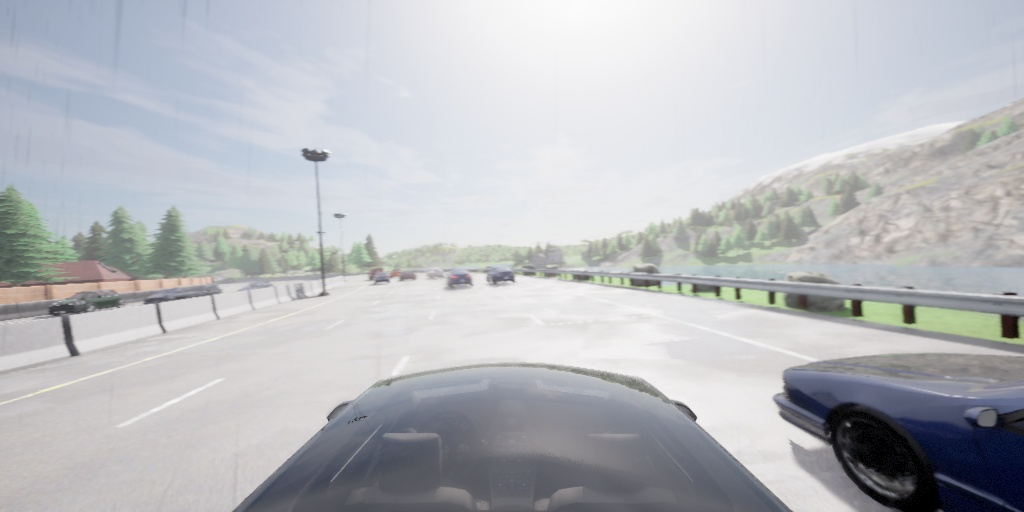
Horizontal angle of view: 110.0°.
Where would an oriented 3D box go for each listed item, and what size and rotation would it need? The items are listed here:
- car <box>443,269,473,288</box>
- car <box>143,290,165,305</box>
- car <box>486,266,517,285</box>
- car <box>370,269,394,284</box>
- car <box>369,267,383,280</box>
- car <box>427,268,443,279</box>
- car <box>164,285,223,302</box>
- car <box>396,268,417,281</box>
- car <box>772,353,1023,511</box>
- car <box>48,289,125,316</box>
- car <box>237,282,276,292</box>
[{"bbox_3d":[-4.417,1.815,29.880,1.812,1.442,4.674,-3,-1,-15],"label":"car"},{"bbox_3d":[-30.729,3.621,32.650,2.033,1.411,5.357,-4,-1,-16],"label":"car"},{"bbox_3d":[-0.990,1.589,30.248,1.812,1.442,4.674,-4,0,-14],"label":"car"},{"bbox_3d":[-16.519,2.782,45.551,2.033,1.411,5.357,-4,-1,-21],"label":"car"},{"bbox_3d":[-23.016,3.025,61.045,2.150,2.045,5.566,-4,-1,-28],"label":"car"},{"bbox_3d":[-10.825,2.422,50.384,1.812,1.442,4.674,-3,-1,-22],"label":"car"},{"bbox_3d":[-26.479,3.276,30.379,1.837,1.490,4.892,-4,-1,-15],"label":"car"},{"bbox_3d":[-14.465,2.698,49.772,1.994,1.385,4.181,-4,-1,-21],"label":"car"},{"bbox_3d":[3.680,1.044,1.089,2.033,1.411,5.357,-4,-1,-5],"label":"car"},{"bbox_3d":[-33.098,3.542,28.060,2.097,1.767,4.553,-4,0,-15],"label":"car"},{"bbox_3d":[-23.716,3.159,33.529,2.033,1.411,5.357,-4,-1,-16],"label":"car"}]
